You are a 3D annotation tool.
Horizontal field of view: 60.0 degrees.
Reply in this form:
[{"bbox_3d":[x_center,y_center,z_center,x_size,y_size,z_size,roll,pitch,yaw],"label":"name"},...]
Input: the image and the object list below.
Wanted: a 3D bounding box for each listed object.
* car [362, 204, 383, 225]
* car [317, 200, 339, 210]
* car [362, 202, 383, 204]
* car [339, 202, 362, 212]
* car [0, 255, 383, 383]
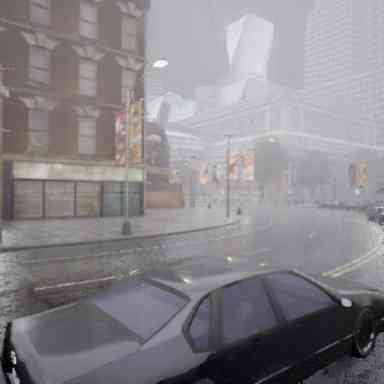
[{"bbox_3d":[15.307,1.871,26.342,1.895,1.301,4.718,0,0,14],"label":"car"},{"bbox_3d":[21.114,1.975,50.641,2.002,1.452,4.674,1,0,-16],"label":"car"},{"bbox_3d":[19.715,1.854,34.018,1.837,1.490,4.892,1,0,4],"label":"car"},{"bbox_3d":[22.433,2.029,45.064,1.895,1.301,4.718,0,0,-6],"label":"car"},{"bbox_3d":[0.545,1.574,4.253,5.357,1.411,2.033,1,0,-38],"label":"car"}]
